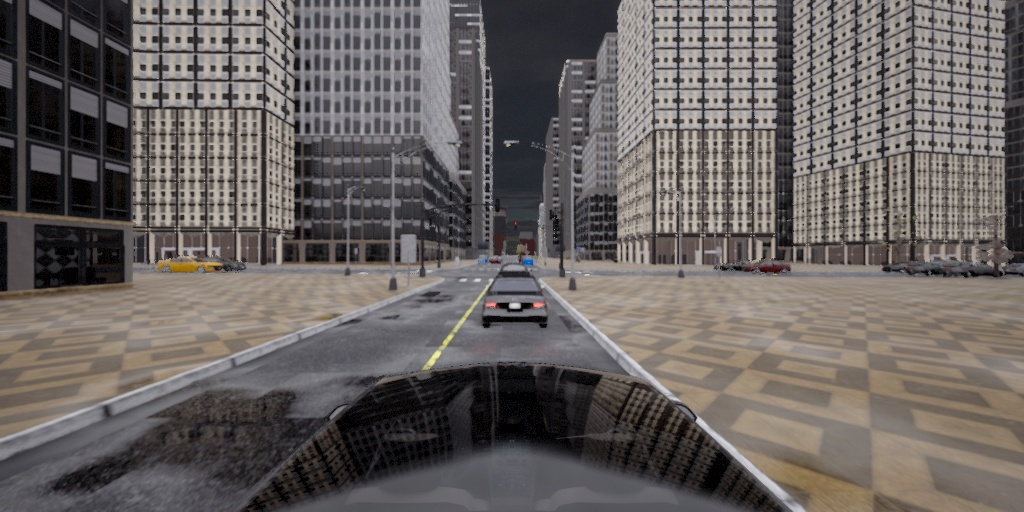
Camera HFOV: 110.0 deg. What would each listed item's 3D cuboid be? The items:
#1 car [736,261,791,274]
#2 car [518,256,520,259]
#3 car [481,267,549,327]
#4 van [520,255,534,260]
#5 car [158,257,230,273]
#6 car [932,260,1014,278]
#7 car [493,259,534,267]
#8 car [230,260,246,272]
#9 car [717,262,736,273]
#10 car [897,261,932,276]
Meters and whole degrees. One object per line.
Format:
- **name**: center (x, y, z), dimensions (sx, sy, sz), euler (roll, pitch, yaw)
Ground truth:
- **car**: center (28.747, 1.264, 40.631), dimensions (5.008, 1.535, 1.882), euler (0, 0, -1)
- **car**: center (2.607, 1.003, 64.931), dimensions (1.888, 1.381, 4.507), euler (0, 0, 0)
- **car**: center (0.095, 1.254, 11.261), dimensions (2.033, 1.411, 5.357), euler (0, 0, 1)
- **van**: center (2.677, 0.824, 59.393), dimensions (1.690, 1.789, 3.998), euler (0, 0, 0)
- **car**: center (-29.234, 0.845, 32.712), dimensions (5.008, 1.535, 1.882), euler (1, 0, -1)
- **car**: center (44.201, 1.372, 34.461), dimensions (4.902, 1.511, 2.128), euler (0, 0, -2)
- **car**: center (0.108, 1.139, 21.124), dimensions (1.882, 1.535, 5.008), euler (0, 0, 0)
- **car**: center (-29.352, 0.892, 35.963), dimensions (4.674, 1.442, 1.812), euler (1, 0, -1)
- **car**: center (27.758, 1.381, 43.859), dimensions (4.718, 1.301, 1.895), euler (0, 0, -1)
- **car**: center (44.373, 1.373, 37.727), dimensions (4.902, 1.511, 2.128), euler (0, 0, -2)
